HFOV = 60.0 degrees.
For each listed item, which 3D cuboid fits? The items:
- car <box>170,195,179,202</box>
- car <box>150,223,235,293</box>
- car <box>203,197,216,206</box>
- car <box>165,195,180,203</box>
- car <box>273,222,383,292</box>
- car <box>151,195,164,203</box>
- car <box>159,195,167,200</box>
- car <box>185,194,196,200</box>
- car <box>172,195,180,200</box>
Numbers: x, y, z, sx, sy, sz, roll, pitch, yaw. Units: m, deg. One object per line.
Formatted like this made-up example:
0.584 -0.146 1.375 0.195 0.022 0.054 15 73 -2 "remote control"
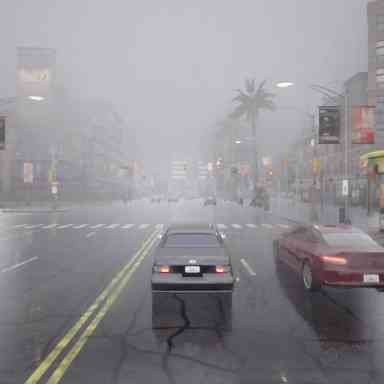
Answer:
-4.232 1.524 80.913 1.812 1.442 4.674 0 0 -1 "car"
-0.001 1.547 8.961 2.033 1.411 5.357 0 0 0 "car"
3.014 1.525 55.920 1.812 1.442 4.674 0 0 1 "car"
-4.148 1.478 71.718 1.882 1.535 5.008 0 0 -1 "car"
3.498 1.526 8.805 1.812 1.442 4.674 0 0 0 "car"
-7.643 1.524 71.178 1.812 1.442 4.674 0 0 -1 "car"
-7.824 1.595 90.598 1.895 1.301 4.718 0 0 -1 "car"
-0.820 1.525 90.459 2.128 1.511 4.902 0 0 -1 "car"
-4.326 1.500 90.963 1.837 1.490 4.892 0 0 -1 "car"
